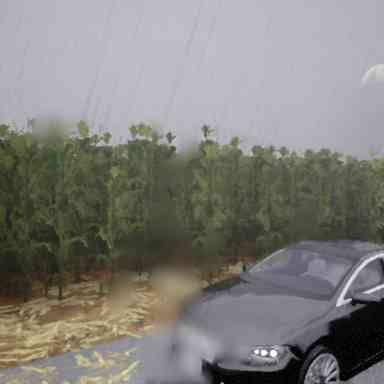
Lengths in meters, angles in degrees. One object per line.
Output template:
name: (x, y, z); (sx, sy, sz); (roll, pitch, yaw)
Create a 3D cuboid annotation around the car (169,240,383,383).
car: (1.994, 1.529, 4.899); (4.902, 1.511, 2.128); (1, 0, -35)
